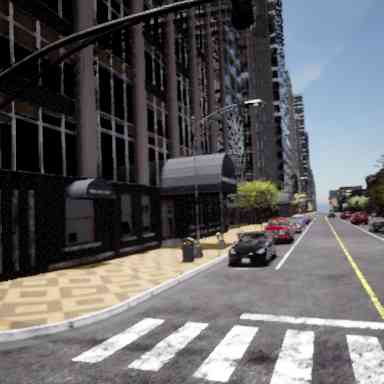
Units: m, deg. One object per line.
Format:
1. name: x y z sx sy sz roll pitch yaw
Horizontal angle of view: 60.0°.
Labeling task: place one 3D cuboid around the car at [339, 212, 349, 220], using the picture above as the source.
1. car: 35.091 5.354 75.190 2.192 1.841 5.009 -5 -5 21

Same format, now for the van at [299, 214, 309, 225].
1. van: 15.253 4.194 47.307 1.690 1.788 3.998 -5 -5 21

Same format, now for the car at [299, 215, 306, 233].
1. car: 10.970 3.685 36.326 1.967 1.590 4.097 -5 -5 21

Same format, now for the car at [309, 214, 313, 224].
1. car: 19.265 4.738 57.610 2.192 1.841 5.009 -5 -5 21

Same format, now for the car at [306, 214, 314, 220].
1. car: 31.254 6.649 88.338 1.752 1.417 4.829 -5 -5 21

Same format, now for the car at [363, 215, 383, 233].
1. car: 18.795 3.270 33.282 2.008 1.369 4.403 -5 -5 21

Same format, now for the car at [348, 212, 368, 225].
1. car: 25.057 3.929 49.439 2.192 1.841 5.009 -5 -5 21

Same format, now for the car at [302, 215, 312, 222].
1. car: 25.297 5.822 73.044 1.887 1.381 4.507 -5 -5 21

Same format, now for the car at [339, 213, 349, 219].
1. car: 39.117 6.174 85.470 1.947 1.339 4.313 -5 -5 21

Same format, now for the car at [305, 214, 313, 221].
1. car: 29.248 6.364 83.188 1.752 1.417 4.829 -5 -5 21

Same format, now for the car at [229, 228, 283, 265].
1. car: 3.104 2.714 16.435 1.947 1.339 4.313 -5 -5 21

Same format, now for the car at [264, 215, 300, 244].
1. car: 6.866 2.995 26.068 2.192 1.841 5.009 -5 -5 21
